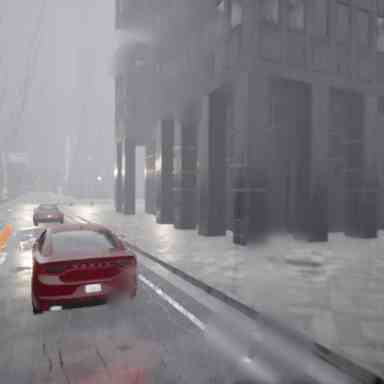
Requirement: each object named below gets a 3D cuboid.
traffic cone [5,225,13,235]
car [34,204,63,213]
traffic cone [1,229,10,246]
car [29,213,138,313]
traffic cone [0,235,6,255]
[{"bbox_3d":[-8.746,1.963,15.650,0.340,0.580,0.340,0,0,-25],"label":"traffic cone"},{"bbox_3d":[-10.405,1.577,24.094,1.994,1.385,4.181,0,0,-25],"label":"car"},{"bbox_3d":[-7.890,1.961,13.843,0.340,0.580,0.340,0,0,-25],"label":"traffic cone"},{"bbox_3d":[-2.727,1.481,7.875,1.882,1.535,5.008,0,0,-25],"label":"car"},{"bbox_3d":[-7.035,1.959,12.035,0.340,0.580,0.340,0,0,-25],"label":"traffic cone"}]
